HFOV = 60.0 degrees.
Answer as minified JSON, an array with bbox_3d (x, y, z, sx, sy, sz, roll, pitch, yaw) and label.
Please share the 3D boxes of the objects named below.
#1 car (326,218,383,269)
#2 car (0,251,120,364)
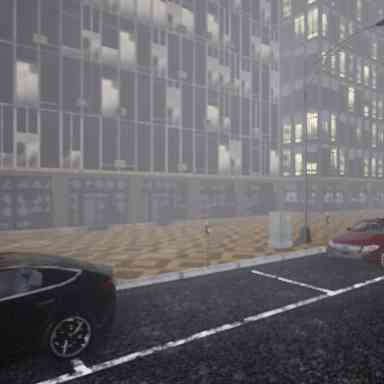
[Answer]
[{"bbox_3d":[6.185,1.540,10.934,4.206,1.307,1.802,0,0,-35],"label":"car"},{"bbox_3d":[-3.100,1.563,4.349,4.313,1.339,1.947,0,0,-35],"label":"car"}]
